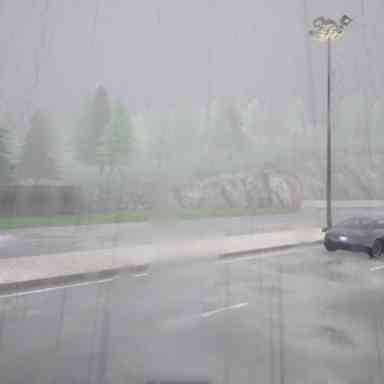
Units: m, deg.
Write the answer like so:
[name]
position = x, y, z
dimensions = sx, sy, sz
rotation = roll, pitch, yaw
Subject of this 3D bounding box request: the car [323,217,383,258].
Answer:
[car]
position = 7.213, 1.707, 13.486
dimensions = 4.181, 1.385, 1.994
rotation = 1, -1, -36
